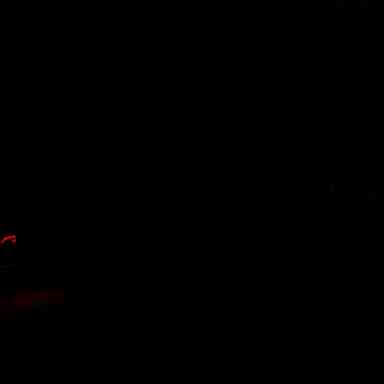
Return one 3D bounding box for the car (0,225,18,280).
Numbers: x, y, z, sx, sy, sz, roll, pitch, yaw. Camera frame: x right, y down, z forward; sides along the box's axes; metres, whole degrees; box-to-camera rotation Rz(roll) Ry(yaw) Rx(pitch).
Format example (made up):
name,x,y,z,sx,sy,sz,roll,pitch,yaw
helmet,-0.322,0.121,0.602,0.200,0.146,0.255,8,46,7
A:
name,x,y,z,sx,sy,sz,roll,pitch,yaw
car,-5.934,1.133,7.638,4.792,1.488,2.163,1,1,34
